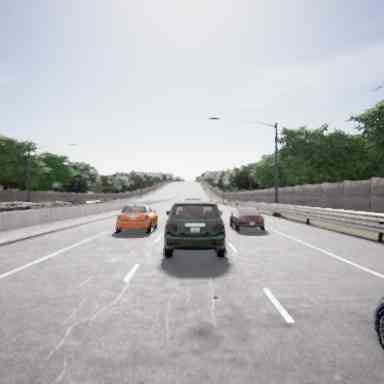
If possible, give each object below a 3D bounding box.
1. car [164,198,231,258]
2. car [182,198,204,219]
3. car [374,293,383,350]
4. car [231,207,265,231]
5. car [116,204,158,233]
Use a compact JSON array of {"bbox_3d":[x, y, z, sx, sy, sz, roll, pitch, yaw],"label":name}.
[{"bbox_3d":[0.101,1.346,13.448,2.150,2.045,5.566,0,-1,0],"label":"car"},{"bbox_3d":[0.100,1.614,34.913,2.150,2.045,5.566,0,-1,0],"label":"car"},{"bbox_3d":[3.600,1.552,2.989,1.812,1.442,4.674,0,-1,0],"label":"car"},{"bbox_3d":[3.601,1.750,22.177,1.812,1.442,4.674,0,-1,0],"label":"car"},{"bbox_3d":[-3.399,1.565,21.288,2.097,1.767,4.553,0,-1,0],"label":"car"}]
